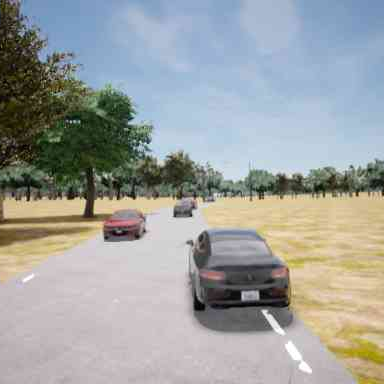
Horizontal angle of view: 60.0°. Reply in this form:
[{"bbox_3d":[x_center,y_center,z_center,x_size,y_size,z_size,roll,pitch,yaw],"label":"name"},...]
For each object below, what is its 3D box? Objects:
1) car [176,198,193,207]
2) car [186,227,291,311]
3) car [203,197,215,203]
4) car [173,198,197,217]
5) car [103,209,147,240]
[{"bbox_3d":[-1.306,1.907,61.788,2.033,1.411,5.357,-3,0,12],"label":"car"},{"bbox_3d":[0.872,1.555,7.769,1.812,1.442,4.674,-1,0,-2],"label":"car"},{"bbox_3d":[4.194,1.864,81.431,2.128,1.511,4.902,-3,-1,20],"label":"car"},{"bbox_3d":[-0.880,1.689,33.869,2.128,1.511,4.902,-2,0,0],"label":"car"},{"bbox_3d":[-3.685,1.711,18.856,1.882,1.535,5.008,-1,0,-2],"label":"car"}]
